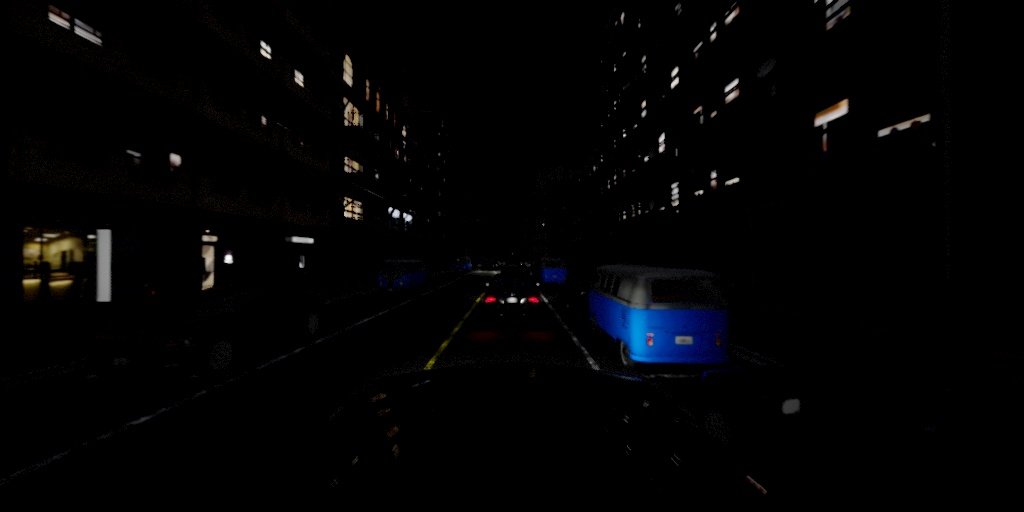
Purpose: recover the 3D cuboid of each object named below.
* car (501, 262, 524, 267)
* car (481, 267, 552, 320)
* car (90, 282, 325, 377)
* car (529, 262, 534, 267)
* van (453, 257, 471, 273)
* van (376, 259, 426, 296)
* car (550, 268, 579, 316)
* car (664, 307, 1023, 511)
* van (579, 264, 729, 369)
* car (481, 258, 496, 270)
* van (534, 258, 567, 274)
[{"bbox_3d":[0.047,1.225,30.344,1.812,1.442,4.674,0,0,1],"label":"car"},{"bbox_3d":[0.019,1.276,12.503,2.033,1.411,5.357,0,0,0],"label":"car"},{"bbox_3d":[-5.690,1.283,7.464,1.888,1.381,4.507,0,0,0],"label":"car"},{"bbox_3d":[2.688,1.266,30.112,1.948,1.339,4.313,0,0,0],"label":"car"},{"bbox_3d":[-5.694,1.027,41.434,1.690,1.789,3.998,0,0,0],"label":"van"},{"bbox_3d":[-5.691,1.058,18.787,1.690,1.789,3.998,0,0,0],"label":"van"},{"bbox_3d":[2.690,1.293,13.125,1.948,1.339,4.313,0,0,0],"label":"car"},{"bbox_3d":[2.692,1.295,1.803,1.888,1.381,4.507,0,0,0],"label":"car"},{"bbox_3d":[2.691,1.079,7.465,1.690,1.789,3.998,0,0,0],"label":"van"},{"bbox_3d":[-3.102,1.157,48.133,1.882,1.535,5.008,0,0,0],"label":"car"},{"bbox_3d":[2.689,1.049,24.451,1.690,1.789,3.998,0,0,0],"label":"van"}]
